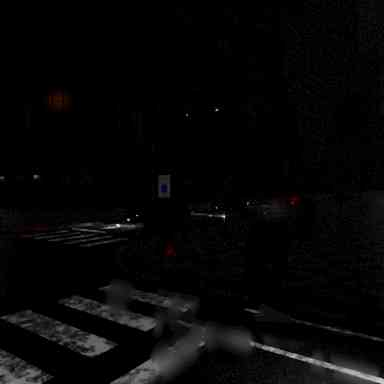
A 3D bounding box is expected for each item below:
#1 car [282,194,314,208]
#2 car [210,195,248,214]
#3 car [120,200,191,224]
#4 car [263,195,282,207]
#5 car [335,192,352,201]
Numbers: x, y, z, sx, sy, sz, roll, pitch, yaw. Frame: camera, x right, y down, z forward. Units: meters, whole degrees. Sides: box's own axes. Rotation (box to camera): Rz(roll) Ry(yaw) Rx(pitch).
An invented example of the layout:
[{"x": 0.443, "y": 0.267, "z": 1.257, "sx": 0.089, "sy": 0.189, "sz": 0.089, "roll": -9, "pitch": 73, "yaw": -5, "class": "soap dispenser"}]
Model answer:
[{"x": 12.178, "y": 0.981, "z": 37.267, "sx": 1.837, "sy": 1.490, "sz": 4.892, "roll": 0, "pitch": 1, "yaw": 36, "class": "car"}, {"x": 3.516, "y": 1.107, "z": 30.642, "sx": 1.837, "sy": 1.490, "sz": 4.892, "roll": 0, "pitch": 1, "yaw": 36, "class": "car"}, {"x": -2.259, "y": 1.283, "z": 22.504, "sx": 2.033, "sy": 1.411, "sz": 5.357, "roll": 0, "pitch": 1, "yaw": 38, "class": "car"}, {"x": 10.150, "y": 1.014, "z": 39.912, "sx": 1.994, "sy": 1.385, "sz": 4.181, "roll": 0, "pitch": 1, "yaw": 36, "class": "car"}, {"x": 25.362, "y": 0.654, "z": 55.720, "sx": 1.882, "sy": 1.535, "sz": 5.008, "roll": 0, "pitch": 1, "yaw": 36, "class": "car"}]
